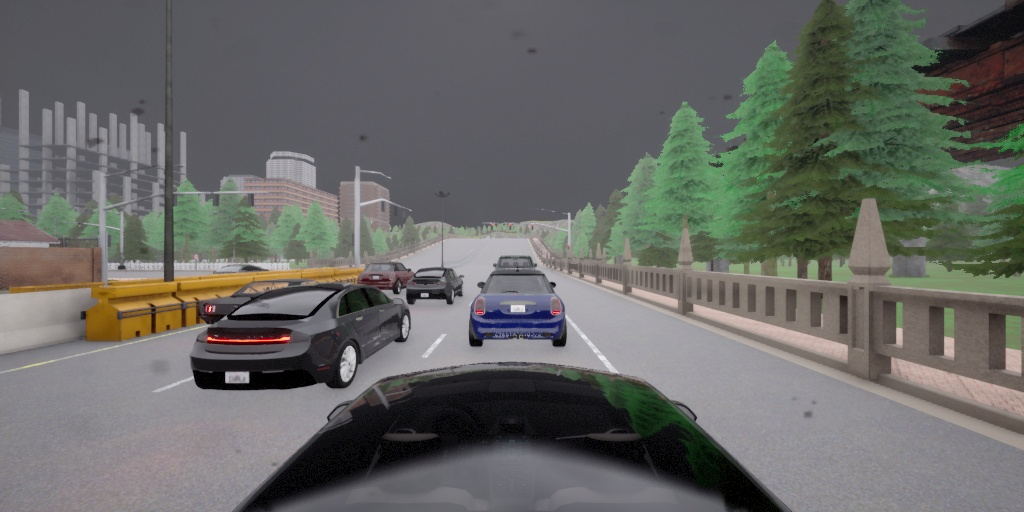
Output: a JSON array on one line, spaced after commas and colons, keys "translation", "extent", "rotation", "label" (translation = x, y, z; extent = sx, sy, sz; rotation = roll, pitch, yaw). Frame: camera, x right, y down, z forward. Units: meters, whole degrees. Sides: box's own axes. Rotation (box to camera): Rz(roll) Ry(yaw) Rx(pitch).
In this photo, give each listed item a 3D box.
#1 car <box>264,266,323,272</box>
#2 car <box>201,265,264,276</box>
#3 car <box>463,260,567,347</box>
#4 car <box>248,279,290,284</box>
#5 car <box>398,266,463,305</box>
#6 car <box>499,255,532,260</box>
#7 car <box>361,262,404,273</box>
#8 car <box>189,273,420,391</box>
[{"translation": [-13.910, 1.358, 24.107], "extent": [1.895, 1.301, 4.718], "rotation": [0, 0, 0], "label": "car"}, {"translation": [-17.432, 1.275, 22.707], "extent": [1.812, 1.442, 4.674], "rotation": [0, 0, 1], "label": "car"}, {"translation": [0.129, 1.102, 9.492], "extent": [2.097, 1.767, 4.553], "rotation": [0, 0, 0], "label": "car"}, {"translation": [-6.860, 1.351, 11.172], "extent": [1.895, 1.301, 4.718], "rotation": [0, 0, 0], "label": "car"}, {"translation": [-3.342, 1.255, 16.175], "extent": [1.837, 1.490, 4.892], "rotation": [0, 0, 0], "label": "car"}, {"translation": [0.169, 0.972, 18.982], "extent": [2.150, 2.045, 5.566], "rotation": [0, 0, 0], "label": "car"}, {"translation": [-6.873, 1.102, 20.165], "extent": [2.097, 1.767, 4.553], "rotation": [0, 0, -1], "label": "car"}, {"translation": [-3.381, 1.255, 6.854], "extent": [1.837, 1.490, 4.892], "rotation": [0, 0, 0], "label": "car"}]
